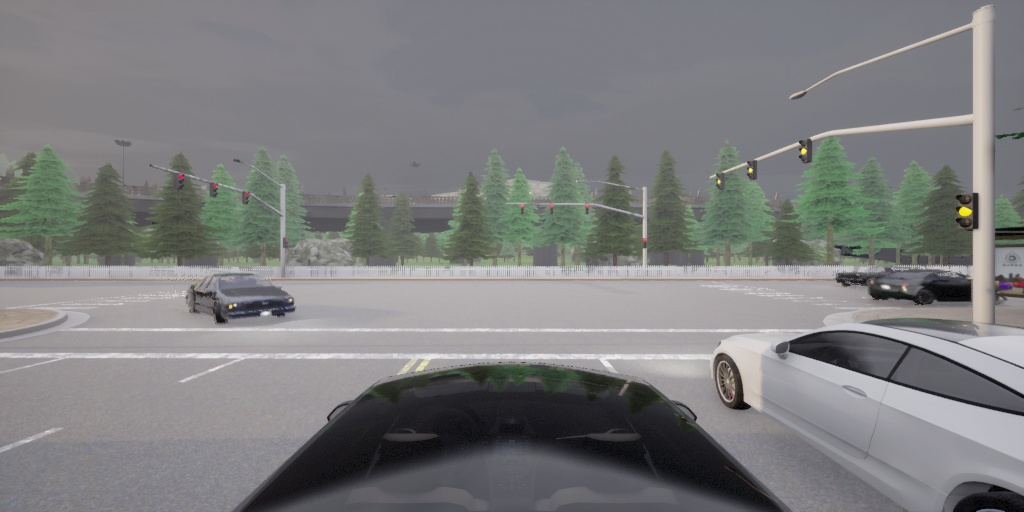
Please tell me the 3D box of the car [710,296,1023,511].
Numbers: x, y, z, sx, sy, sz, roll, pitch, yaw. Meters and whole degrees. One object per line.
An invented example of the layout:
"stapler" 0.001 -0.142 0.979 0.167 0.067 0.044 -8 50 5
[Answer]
"car" 3.656 1.276 3.149 1.812 1.442 4.674 0 0 2

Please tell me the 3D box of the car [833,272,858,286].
"car" 22.861 1.295 22.055 4.718 1.301 1.895 0 0 0

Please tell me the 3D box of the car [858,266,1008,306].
"car" 17.502 1.258 14.873 4.181 1.385 1.994 0 0 0

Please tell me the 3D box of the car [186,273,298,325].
"car" -9.255 1.290 12.052 5.357 1.411 2.033 0 0 37
